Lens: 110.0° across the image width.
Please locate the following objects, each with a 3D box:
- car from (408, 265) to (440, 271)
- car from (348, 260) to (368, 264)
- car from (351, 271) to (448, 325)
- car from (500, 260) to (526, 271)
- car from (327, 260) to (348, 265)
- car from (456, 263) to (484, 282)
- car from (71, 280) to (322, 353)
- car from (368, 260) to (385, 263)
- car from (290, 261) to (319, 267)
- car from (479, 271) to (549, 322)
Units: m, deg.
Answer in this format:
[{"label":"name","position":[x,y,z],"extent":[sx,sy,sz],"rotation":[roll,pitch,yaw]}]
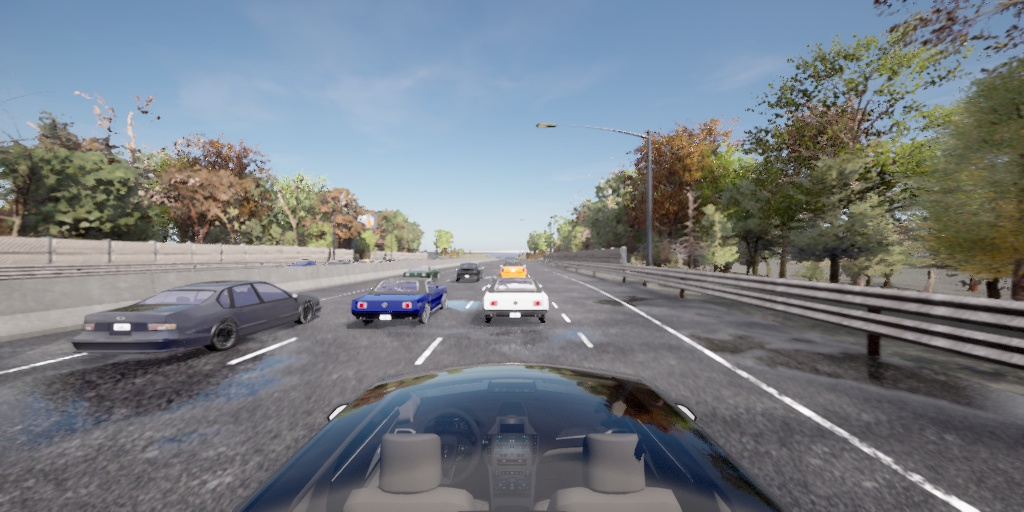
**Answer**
[{"label":"car","position":[-6.906,1.386,28.009],"extent":[1.895,1.301,4.718],"rotation":[0,0,0]},{"label":"car","position":[-21.072,1.312,51.289],"extent":[1.882,1.535,5.008],"rotation":[0,0,0]},{"label":"car","position":[-3.401,1.362,11.868],"extent":[1.895,1.301,4.718],"rotation":[0,0,0]},{"label":"car","position":[0.092,1.140,29.247],"extent":[2.097,1.767,4.553],"rotation":[0,0,0]},{"label":"car","position":[-24.568,1.326,51.169],"extent":[2.128,1.511,4.902],"rotation":[0,0,0]},{"label":"car","position":[-3.406,1.293,29.548],"extent":[1.837,1.490,4.892],"rotation":[0,0,0]},{"label":"car","position":[-6.901,1.305,8.842],"extent":[2.033,1.411,5.357],"rotation":[0,0,0]},{"label":"car","position":[-17.587,1.431,49.296],"extent":[1.895,1.301,4.718],"rotation":[0,0,0]},{"label":"car","position":[-28.074,1.354,48.646],"extent":[1.812,1.442,4.674],"rotation":[0,0,0]},{"label":"car","position":[0.098,1.362,12.259],"extent":[1.895,1.301,4.718],"rotation":[0,0,0]}]
